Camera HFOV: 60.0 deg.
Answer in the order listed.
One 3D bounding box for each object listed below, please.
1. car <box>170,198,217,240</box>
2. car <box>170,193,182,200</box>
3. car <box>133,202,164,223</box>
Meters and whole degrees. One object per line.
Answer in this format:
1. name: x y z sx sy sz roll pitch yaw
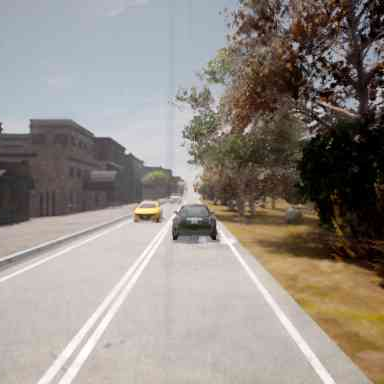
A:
1. car: 0.113 1.367 17.208 2.097 1.767 4.553 0 0 0
2. car: -3.185 1.255 65.755 2.150 2.045 5.566 0 0 0
3. car: -3.324 1.500 26.024 1.882 1.535 5.008 0 0 0
